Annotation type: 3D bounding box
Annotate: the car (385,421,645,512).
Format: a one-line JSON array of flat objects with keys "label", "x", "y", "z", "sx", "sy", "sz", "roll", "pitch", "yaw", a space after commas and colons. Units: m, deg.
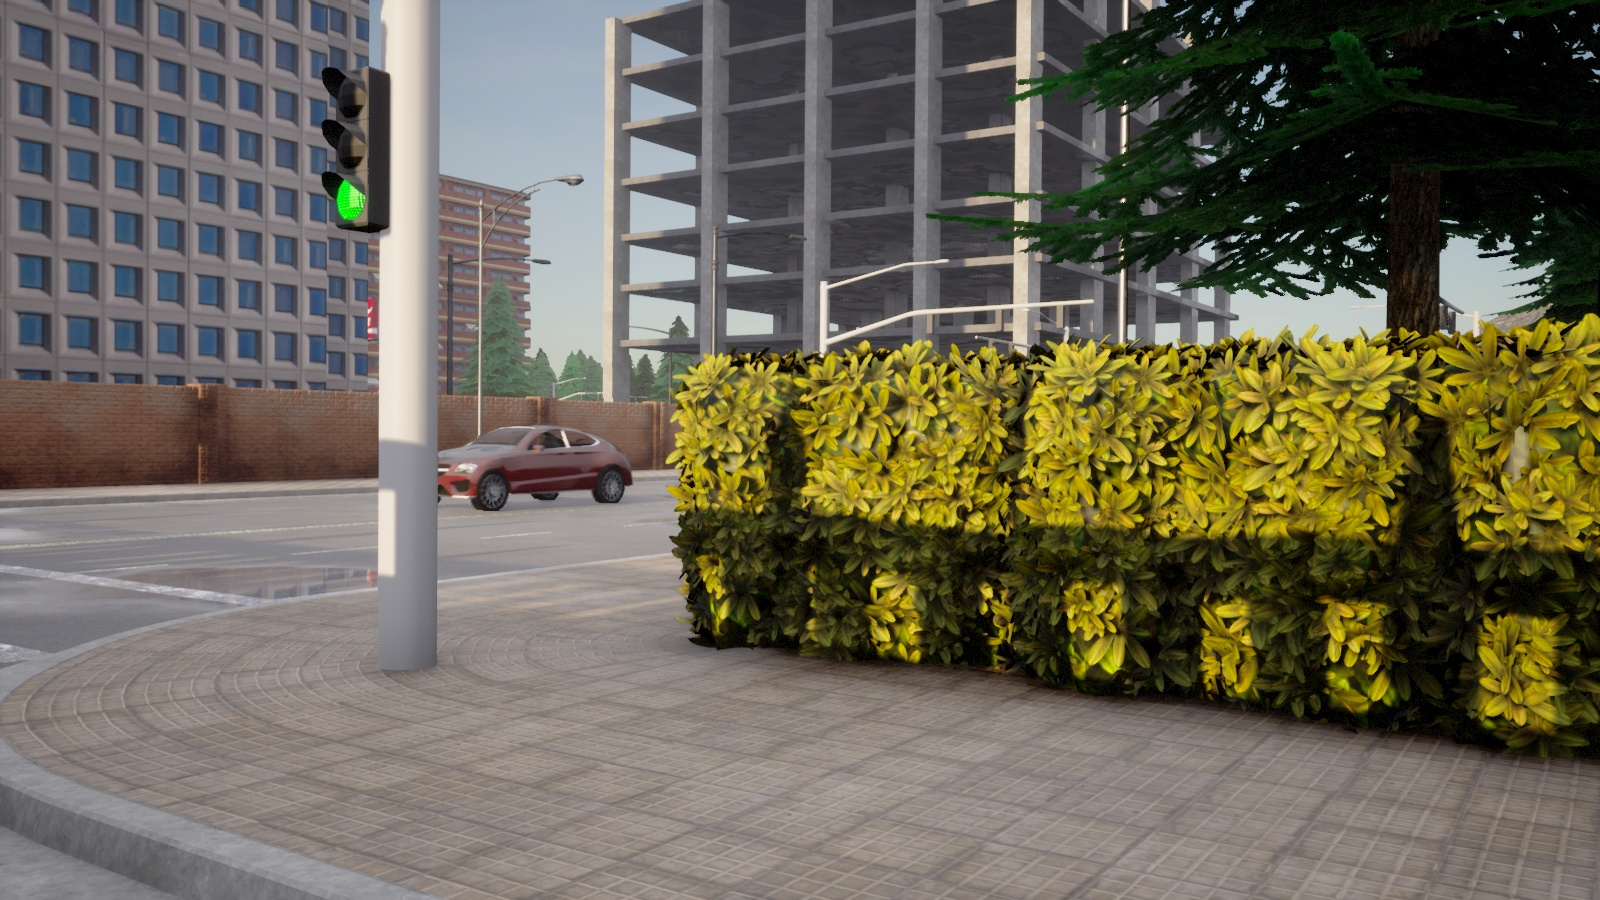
[{"label": "car", "x": -5.635, "y": 0.265, "z": 25.511, "sx": 2.152, "sy": 1.651, "sz": 5.027, "roll": 0, "pitch": 1, "yaw": 33}]
